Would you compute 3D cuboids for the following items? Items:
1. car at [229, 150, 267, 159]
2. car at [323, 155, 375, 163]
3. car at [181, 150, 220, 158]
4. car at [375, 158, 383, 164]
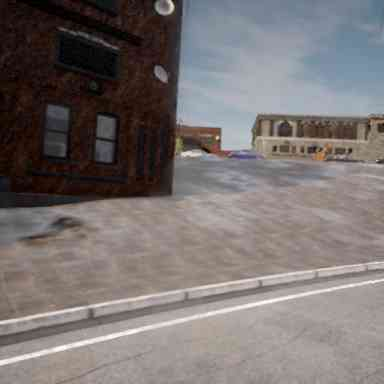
[{"bbox_3d":[6.462,-4.063,38.640,4.553,1.767,2.185,3,-2,5],"label":"car"},{"bbox_3d":[17.345,-3.433,37.694,4.892,1.521,2.231,3,-2,5],"label":"car"},{"bbox_3d":[0.987,-4.149,39.107,4.674,1.452,2.002,3,-2,5],"label":"car"},{"bbox_3d":[22.839,-3.166,37.226,4.892,1.521,2.231,3,-2,5],"label":"car"}]
